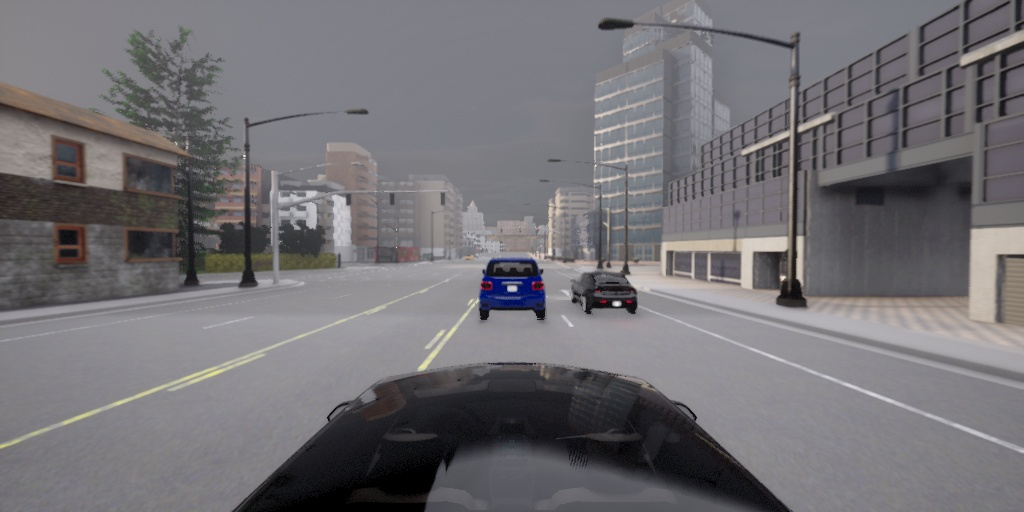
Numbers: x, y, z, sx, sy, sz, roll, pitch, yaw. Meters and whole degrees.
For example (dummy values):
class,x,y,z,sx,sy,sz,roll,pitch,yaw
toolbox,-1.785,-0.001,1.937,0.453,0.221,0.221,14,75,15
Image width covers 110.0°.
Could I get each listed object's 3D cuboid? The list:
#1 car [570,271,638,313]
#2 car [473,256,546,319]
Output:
class,x,y,z,sx,sy,sz,roll,pitch,yaw
car,3.545,1.349,14.457,1.837,1.490,4.892,0,0,1
car,0.031,1.061,13.329,2.150,2.045,5.566,0,0,1
